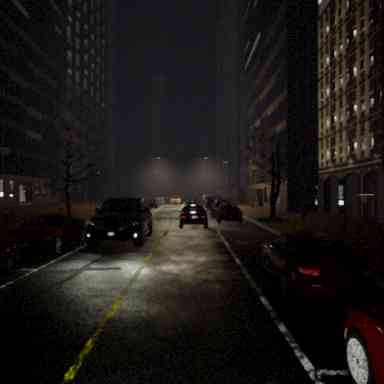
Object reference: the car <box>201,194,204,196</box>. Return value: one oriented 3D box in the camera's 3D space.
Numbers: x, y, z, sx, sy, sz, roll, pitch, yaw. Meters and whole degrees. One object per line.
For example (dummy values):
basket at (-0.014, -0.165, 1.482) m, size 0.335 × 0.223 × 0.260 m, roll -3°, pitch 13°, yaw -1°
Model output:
car at (2.688, 1.336, 53.094) m, size 2.192 × 1.841 × 5.009 m, roll 1°, pitch 0°, yaw 0°

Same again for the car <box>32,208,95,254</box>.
car at (-5.685, 1.552, 13.564) m, size 1.887 × 1.381 × 4.507 m, roll 1°, pitch 0°, yaw 0°

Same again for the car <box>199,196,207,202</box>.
car at (2.679, 1.606, 81.301) m, size 1.802 × 1.307 × 4.206 m, roll 1°, pitch 0°, yaw 0°

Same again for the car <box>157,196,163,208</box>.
car at (-5.692, 1.460, 47.422) m, size 1.967 × 1.590 × 4.097 m, roll 1°, pitch 0°, yaw 0°

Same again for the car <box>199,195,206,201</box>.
car at (2.678, 1.549, 87.112) m, size 1.752 × 1.417 × 4.829 m, roll 1°, pitch 0°, yaw 0°

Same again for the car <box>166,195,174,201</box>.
car at (-5.703, 1.574, 86.921) m, size 2.008 × 1.369 × 4.403 m, roll 1°, pitch 0°, yaw 0°

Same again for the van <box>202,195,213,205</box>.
van at (2.687, 1.363, 58.735) m, size 1.690 × 1.788 × 3.998 m, roll 1°, pitch 0°, yaw 0°

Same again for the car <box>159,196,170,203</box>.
car at (-5.699, 1.573, 69.993) m, size 2.008 × 1.369 × 4.403 m, roll 1°, pitch 0°, yaw 0°

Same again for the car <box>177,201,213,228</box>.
car at (0.095, 1.559, 22.509) m, size 2.033 × 1.411 × 5.357 m, roll 0°, pitch 0°, yaw 0°

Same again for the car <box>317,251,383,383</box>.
car at (2.698, 1.546, 2.320) m, size 1.887 × 1.381 × 4.507 m, roll 0°, pitch 0°, yaw 0°

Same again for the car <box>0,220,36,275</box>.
car at (-5.685, 1.587, 7.921) m, size 1.802 × 1.307 × 4.206 m, roll 1°, pitch 0°, yaw 0°

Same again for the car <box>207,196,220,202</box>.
car at (2.692, 1.455, 30.528) m, size 1.967 × 1.590 × 4.097 m, roll 1°, pitch 0°, yaw 0°

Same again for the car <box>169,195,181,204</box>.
car at (-3.016, 1.503, 62.243) m, size 1.882 × 1.535 × 5.008 m, roll 0°, pitch 0°, yaw 0°

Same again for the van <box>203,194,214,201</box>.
van at (2.690, 1.360, 41.810) m, size 1.690 × 1.788 × 3.998 m, roll 1°, pitch 0°, yaw 0°

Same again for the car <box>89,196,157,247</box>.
car at (-3.092, 1.230, 15.354) m, size 2.150 × 2.045 × 5.566 m, roll 0°, pitch 0°, yaw 0°

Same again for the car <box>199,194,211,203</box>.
car at (2.685, 1.338, 70.018) m, size 2.192 × 1.841 × 5.009 m, roll 1°, pitch 0°, yaw 0°

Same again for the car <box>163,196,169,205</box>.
car at (-5.696, 1.572, 58.707) m, size 2.008 × 1.369 × 4.403 m, roll 1°, pitch 0°, yaw 0°

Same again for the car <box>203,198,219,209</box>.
car at (2.687, 1.571, 47.452) m, size 2.008 × 1.369 × 4.403 m, roll 1°, pitch 0°, yaw 0°

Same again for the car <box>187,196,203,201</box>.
car at (0.089, 1.567, 45.207) m, size 2.033 × 1.411 × 5.357 m, roll 0°, pitch 0°, yaw 0°

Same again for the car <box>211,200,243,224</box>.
car at (2.692, 1.557, 24.886) m, size 1.887 × 1.381 × 4.507 m, roll 1°, pitch 0°, yaw 0°

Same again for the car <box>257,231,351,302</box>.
car at (2.695, 1.587, 7.961) m, size 1.802 × 1.307 × 4.206 m, roll 0°, pitch 0°, yaw 0°
